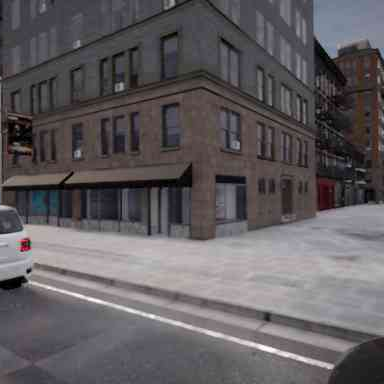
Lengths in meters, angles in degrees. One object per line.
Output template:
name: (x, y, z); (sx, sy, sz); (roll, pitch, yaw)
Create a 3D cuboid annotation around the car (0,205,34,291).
car: (-6.080, 1.296, 8.026); (5.566, 2.045, 2.150); (0, 0, 36)

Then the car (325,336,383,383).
car: (3.125, 1.491, 1.456); (4.892, 1.490, 1.837); (0, 0, 36)
